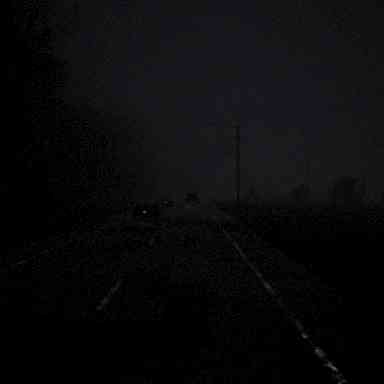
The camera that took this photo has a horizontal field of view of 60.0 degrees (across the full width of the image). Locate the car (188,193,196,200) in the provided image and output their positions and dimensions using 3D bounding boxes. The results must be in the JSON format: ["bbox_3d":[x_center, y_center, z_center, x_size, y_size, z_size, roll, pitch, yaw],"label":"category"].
[{"bbox_3d":[0.033,0.972,73.691,1.812,1.442,4.674,0,0,0],"label":"car"}]

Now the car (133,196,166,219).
[{"bbox_3d":[-3.389,1.277,26.336,1.882,1.535,5.008,0,0,0],"label":"car"}]

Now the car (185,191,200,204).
[{"bbox_3d":[0.123,0.819,53.572,2.150,2.045,5.566,0,1,0],"label":"car"}]

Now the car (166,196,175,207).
[{"bbox_3d":[-3.382,1.228,44.420,1.994,1.385,4.181,0,0,0],"label":"car"}]
